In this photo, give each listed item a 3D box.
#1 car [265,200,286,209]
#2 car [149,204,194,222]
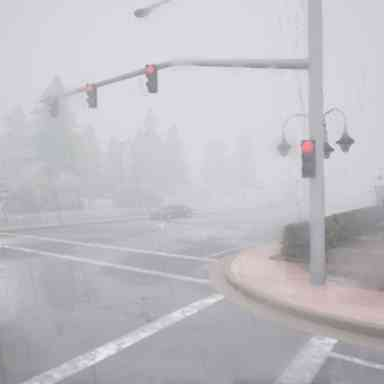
[{"bbox_3d":[12.495,1.833,49.682,1.994,1.385,4.181,-1,0,36],"label":"car"},{"bbox_3d":[-1.772,1.841,29.983,1.837,1.490,4.892,-1,0,36],"label":"car"}]
